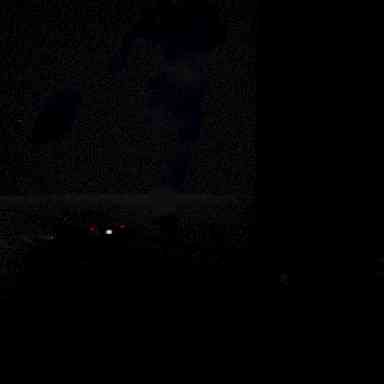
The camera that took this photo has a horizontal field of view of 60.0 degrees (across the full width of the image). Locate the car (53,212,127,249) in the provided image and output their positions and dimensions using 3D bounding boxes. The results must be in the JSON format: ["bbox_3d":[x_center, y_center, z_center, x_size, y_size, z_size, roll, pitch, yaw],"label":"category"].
[{"bbox_3d":[-4.622,1.562,14.793,1.994,1.385,4.181,0,0,-41],"label":"car"}]
